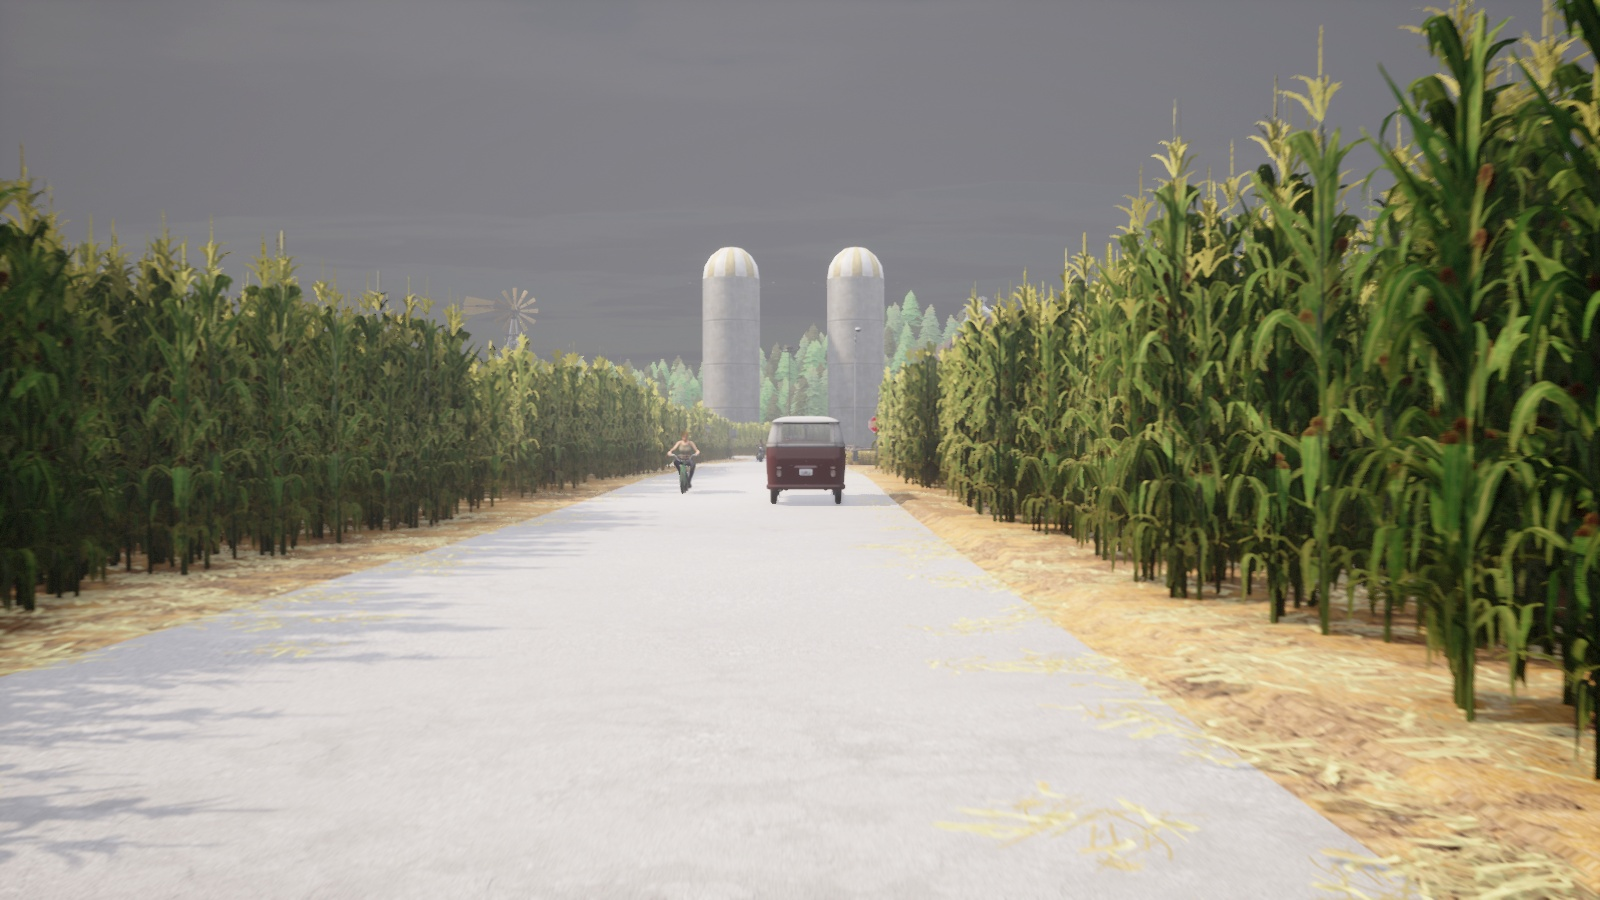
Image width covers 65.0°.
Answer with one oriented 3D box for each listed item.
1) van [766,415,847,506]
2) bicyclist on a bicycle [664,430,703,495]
[{"bbox_3d":[0.146,0.179,29.710,1.775,1.987,4.442,0,1,0],"label":"van"},{"bbox_3d":[-2.955,0.309,31.994,0.866,1.612,1.509,0,1,0],"label":"bicyclist on a bicycle"}]
